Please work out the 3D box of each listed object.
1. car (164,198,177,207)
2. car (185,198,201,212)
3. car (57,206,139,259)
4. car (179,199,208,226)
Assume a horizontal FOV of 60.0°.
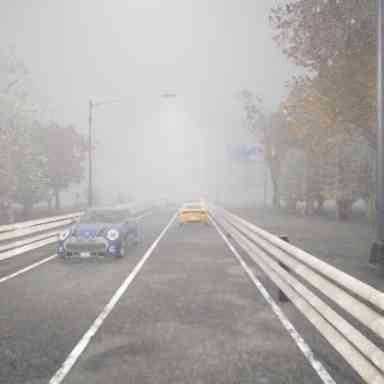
[{"bbox_3d":[-3.323,1.712,53.403,2.033,1.411,5.357,0,0,0],"label":"car"},{"bbox_3d":[0.098,1.607,42.705,1.882,1.535,5.008,0,0,0],"label":"car"},{"bbox_3d":[-3.344,1.381,12.651,2.097,1.767,4.553,0,0,0],"label":"car"},{"bbox_3d":[0.108,1.545,24.224,1.882,1.535,5.008,0,0,0],"label":"car"}]
